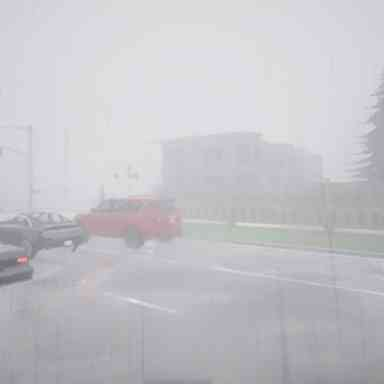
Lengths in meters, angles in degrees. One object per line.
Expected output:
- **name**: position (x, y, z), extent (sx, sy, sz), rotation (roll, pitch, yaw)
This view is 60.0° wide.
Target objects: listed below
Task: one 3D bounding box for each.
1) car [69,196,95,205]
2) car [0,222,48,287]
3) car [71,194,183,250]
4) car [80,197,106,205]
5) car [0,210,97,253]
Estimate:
- **car**: position (-21.231, 1.613, 64.498), extent (1.812, 1.442, 4.674), rotation (0, 0, 36)
- **car**: position (-6.086, 1.563, 8.286), extent (5.357, 1.411, 2.033), rotation (0, 0, 36)
- **car**: position (-2.977, 1.237, 14.678), extent (5.566, 2.045, 2.150), rotation (0, 0, 35)
- **car**: position (-18.523, 1.646, 62.307), extent (1.994, 1.385, 4.181), rotation (0, 0, 37)
- **car**: position (-6.146, 1.511, 12.643), extent (4.902, 1.511, 2.128), rotation (0, 0, 36)
